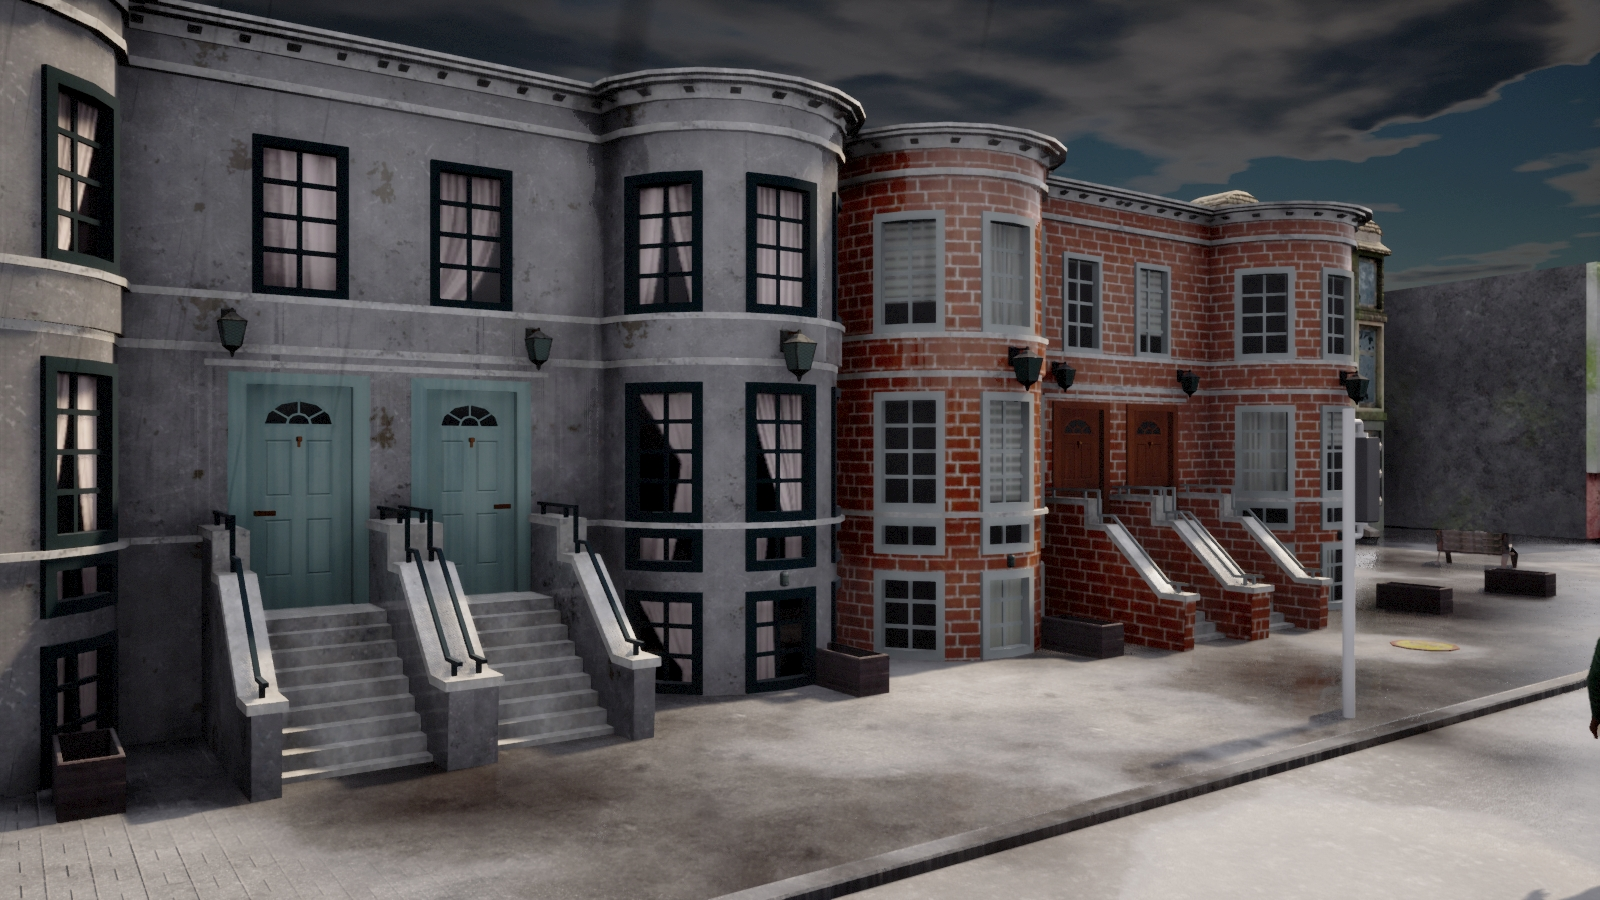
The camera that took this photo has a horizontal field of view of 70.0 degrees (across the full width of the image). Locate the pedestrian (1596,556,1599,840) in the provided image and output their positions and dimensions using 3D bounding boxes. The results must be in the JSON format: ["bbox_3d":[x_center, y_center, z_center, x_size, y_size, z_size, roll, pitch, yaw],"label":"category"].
[{"bbox_3d":[5.492,1.628,7.445,0.375,1.860,0.375,0,0,-30],"label":"pedestrian"}]
